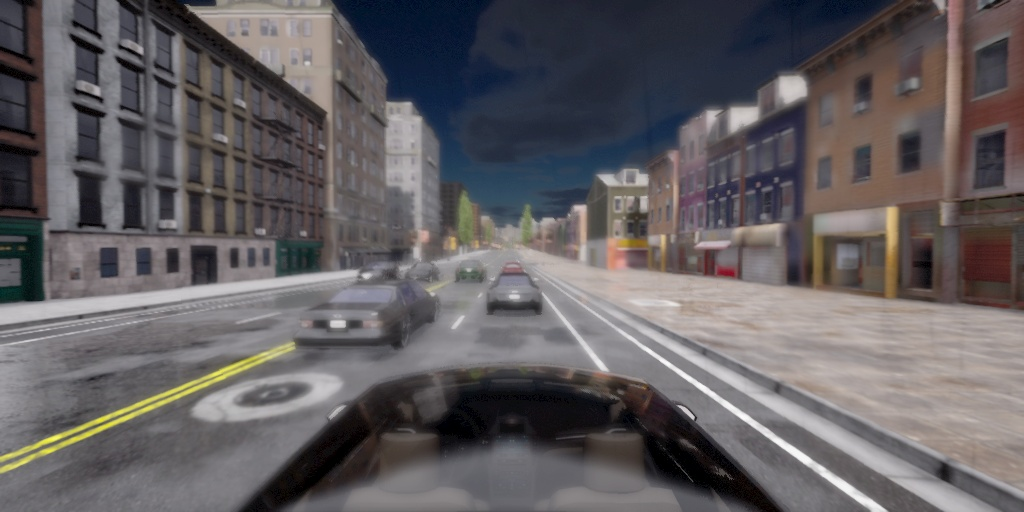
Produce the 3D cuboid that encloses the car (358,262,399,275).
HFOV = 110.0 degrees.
[{"bbox_3d":[-9.840,1.228,26.784,2.128,1.511,4.902,0,0,0],"label":"car"}]

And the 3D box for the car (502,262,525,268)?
[{"bbox_3d":[0.107,1.253,29.721,1.812,1.442,4.674,0,0,0],"label":"car"}]

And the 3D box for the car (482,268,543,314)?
[{"bbox_3d":[0.090,1.314,13.799,1.994,1.385,4.181,0,0,0],"label":"car"}]

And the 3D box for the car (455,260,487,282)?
[{"bbox_3d":[-3.155,1.083,28.487,2.097,1.767,4.553,0,0,0],"label":"car"}]

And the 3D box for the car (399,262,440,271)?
[{"bbox_3d":[-6.589,1.241,26.727,1.837,1.490,4.892,0,0,0],"label":"car"}]

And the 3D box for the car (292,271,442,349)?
[{"bbox_3d":[-3.181,1.297,9.099,2.033,1.411,5.357,0,0,0],"label":"car"}]
